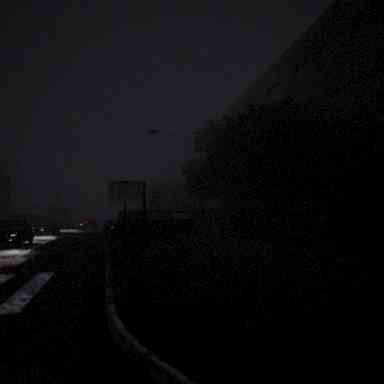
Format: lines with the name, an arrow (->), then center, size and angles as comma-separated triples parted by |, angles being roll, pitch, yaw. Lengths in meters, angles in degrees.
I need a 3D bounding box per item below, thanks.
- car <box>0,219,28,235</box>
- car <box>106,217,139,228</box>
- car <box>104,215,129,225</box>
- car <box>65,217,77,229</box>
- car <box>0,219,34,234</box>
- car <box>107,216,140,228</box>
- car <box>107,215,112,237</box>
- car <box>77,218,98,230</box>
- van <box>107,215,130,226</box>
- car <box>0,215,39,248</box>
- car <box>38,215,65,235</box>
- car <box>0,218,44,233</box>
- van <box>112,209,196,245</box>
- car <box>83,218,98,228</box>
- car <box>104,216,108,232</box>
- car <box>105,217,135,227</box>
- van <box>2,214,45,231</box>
car -> -18.252, 3.252, 31.379 | 4.674, 1.452, 2.002 | 1, -5, -15
car -> -10.660, 4.657, 50.822 | 4.892, 1.521, 2.231 | 1, -5, -15
car -> -17.054, 6.339, 75.083 | 5.566, 2.045, 2.435 | 1, -5, -15
car -> -17.196, 4.428, 45.615 | 1.895, 1.301, 4.718 | 1, -5, -15
car -> -18.934, 3.457, 33.949 | 4.674, 1.452, 2.002 | 1, -5, -15
car -> -9.973, 4.316, 48.135 | 4.553, 1.767, 2.185 | 1, -5, -15
car -> -2.780, 2.349, 21.232 | 4.792, 1.488, 2.163 | 1, -4, -15
car -> -13.242, 4.069, 42.829 | 2.128, 1.511, 4.902 | 1, -5, -15
van -> -14.826, 5.721, 67.025 | 4.442, 1.987, 1.878 | 1, -5, -15
car -> -10.063, 2.199, 18.358 | 1.837, 1.490, 4.892 | 1, -4, -15
car -> -13.243, 3.105, 30.394 | 2.128, 1.511, 4.902 | 1, -5, -15
car -> -19.503, 3.641, 36.810 | 5.366, 1.575, 1.946 | 1, -5, -15
van -> -1.984, 1.924, 18.582 | 4.442, 1.987, 1.878 | 1, -4, -15
car -> -15.983, 4.920, 52.775 | 2.033, 1.411, 5.357 | 1, -5, -15
car -> -3.533, 2.517, 23.957 | 5.008, 1.535, 2.097 | 1, -5, -15
car -> -12.833, 5.310, 59.020 | 5.008, 1.535, 2.097 | 1, -5, -15
van -> -21.191, 3.834, 42.009 | 4.442, 1.987, 1.878 | 1, -5, -15
